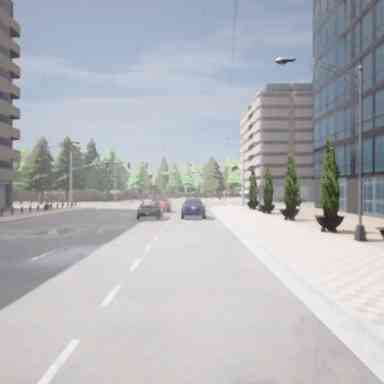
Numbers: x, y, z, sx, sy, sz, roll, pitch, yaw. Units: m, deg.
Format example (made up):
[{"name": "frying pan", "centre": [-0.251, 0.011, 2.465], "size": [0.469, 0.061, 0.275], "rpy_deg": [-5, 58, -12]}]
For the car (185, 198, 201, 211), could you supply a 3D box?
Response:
[{"name": "car", "centre": [0.121, 1.457, 40.051], "size": [1.837, 1.490, 4.892], "rpy_deg": [0, 0, 0]}]

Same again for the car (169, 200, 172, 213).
[{"name": "car", "centre": [-3.401, 1.308, 36.837], "size": [2.097, 1.767, 4.553], "rpy_deg": [0, 0, 0]}]

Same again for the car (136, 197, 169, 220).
[{"name": "car", "centre": [-3.393, 1.457, 27.641], "size": [2.128, 1.511, 4.902], "rpy_deg": [0, 0, 0]}]

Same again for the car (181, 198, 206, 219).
[{"name": "car", "centre": [0.114, 1.318, 28.850], "size": [2.097, 1.767, 4.553], "rpy_deg": [0, 0, 0]}]
